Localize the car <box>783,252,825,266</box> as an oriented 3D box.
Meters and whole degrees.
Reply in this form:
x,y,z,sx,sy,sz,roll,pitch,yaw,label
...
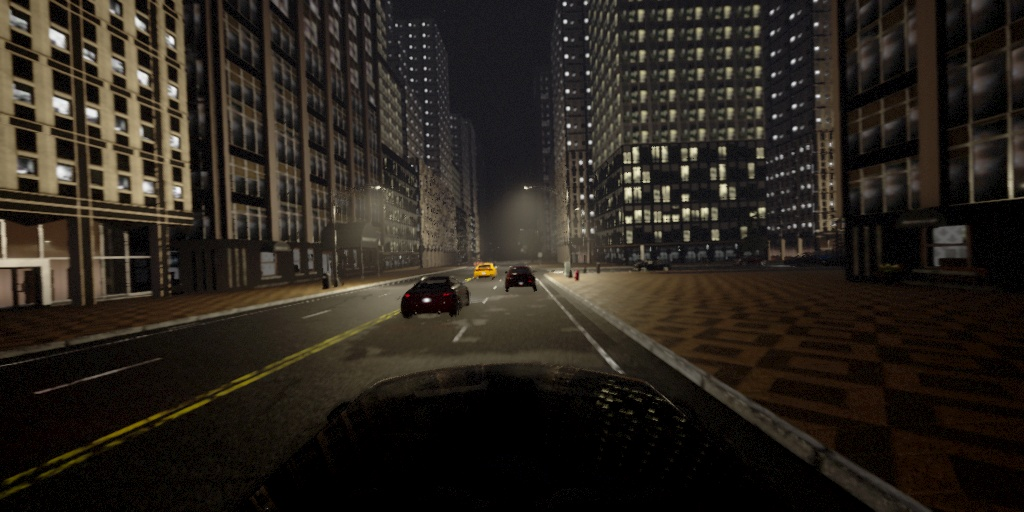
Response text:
x,y,z,sx,sy,sz,roll,pitch,yaw,label
39.244,0.564,48.443,4.181,1.385,1.994,-1,1,1,car

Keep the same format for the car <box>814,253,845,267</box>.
x,y,z,sx,sy,sz,roll,pitch,yaw,label
39.301,0.635,42.730,4.313,1.339,1.948,0,0,0,car

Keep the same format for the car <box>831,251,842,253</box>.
x,y,z,sx,sy,sz,roll,pitch,yaw,label
43.919,0.400,45.359,5.008,1.535,1.882,-1,1,1,car

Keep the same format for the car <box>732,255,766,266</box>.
x,y,z,sx,sy,sz,roll,pitch,yaw,label
33.705,0.546,51.136,4.097,1.591,1.967,0,0,0,car

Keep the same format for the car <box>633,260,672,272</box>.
x,y,z,sx,sy,sz,roll,pitch,yaw,label
16.739,1.176,42.704,4.403,1.370,2.007,0,0,0,car

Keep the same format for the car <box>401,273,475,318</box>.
x,y,z,sx,sy,sz,roll,pitch,yaw,label
-2.839,1.465,14.058,1.994,1.385,4.181,-2,0,1,car

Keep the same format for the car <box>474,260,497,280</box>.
x,y,z,sx,sy,sz,roll,pitch,yaw,label
-2.489,1.455,34.630,1.882,1.535,5.008,-2,0,1,car

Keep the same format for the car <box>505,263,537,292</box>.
x,y,z,sx,sy,sz,roll,pitch,yaw,label
0.544,1.345,22.379,1.812,1.442,4.674,-2,0,1,car
